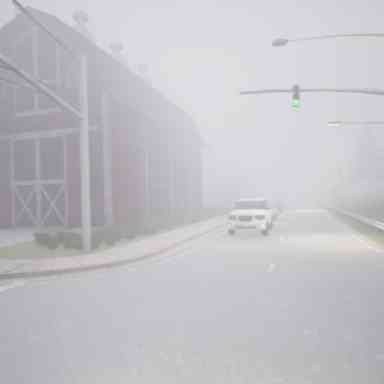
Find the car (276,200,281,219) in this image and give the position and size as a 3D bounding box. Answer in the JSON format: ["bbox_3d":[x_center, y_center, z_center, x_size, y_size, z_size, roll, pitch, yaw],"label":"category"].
[{"bbox_3d":[6.672,1.714,29.691,1.812,1.442,4.674,-2,-1,17],"label":"car"}]

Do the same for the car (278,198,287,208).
[{"bbox_3d":[13.309,1.753,50.370,1.837,1.490,4.892,-2,0,18],"label":"car"}]

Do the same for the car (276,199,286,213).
[{"bbox_3d":[9.744,1.820,39.340,1.895,1.301,4.718,-2,-1,18],"label":"car"}]

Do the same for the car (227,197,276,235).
[{"bbox_3d":[3.631,1.380,20.149,2.150,2.045,5.566,-2,-1,18],"label":"car"}]
